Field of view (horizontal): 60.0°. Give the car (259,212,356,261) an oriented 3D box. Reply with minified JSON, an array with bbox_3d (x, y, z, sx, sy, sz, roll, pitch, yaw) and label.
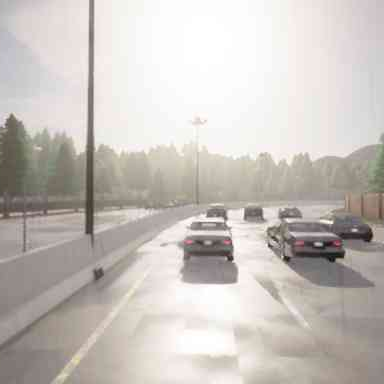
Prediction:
[{"bbox_3d":[4.156,1.735,13.058,2.033,1.411,5.357,0,-1,3],"label":"car"}]

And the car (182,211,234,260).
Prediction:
[{"bbox_3d":[0.660,1.717,13.230,2.033,1.411,5.357,0,-1,3],"label":"car"}]

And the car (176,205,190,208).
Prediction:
[{"bbox_3d":[-0.889,2.198,48.621,1.895,1.301,4.718,0,-1,18],"label":"car"}]

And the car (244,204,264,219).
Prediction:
[{"bbox_3d":[6.395,1.941,34.366,1.882,1.535,5.008,0,-1,11],"label":"car"}]

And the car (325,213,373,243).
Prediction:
[{"bbox_3d":[7.935,1.834,17.976,1.994,1.385,4.181,0,-1,3],"label":"car"}]

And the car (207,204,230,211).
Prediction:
[{"bbox_3d":[2.619,1.933,33.306,1.837,1.490,4.892,0,-1,10],"label":"car"}]

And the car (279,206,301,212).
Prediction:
[{"bbox_3d":[9.712,2.031,33.091,1.994,1.385,4.181,0,-1,11],"label":"car"}]
